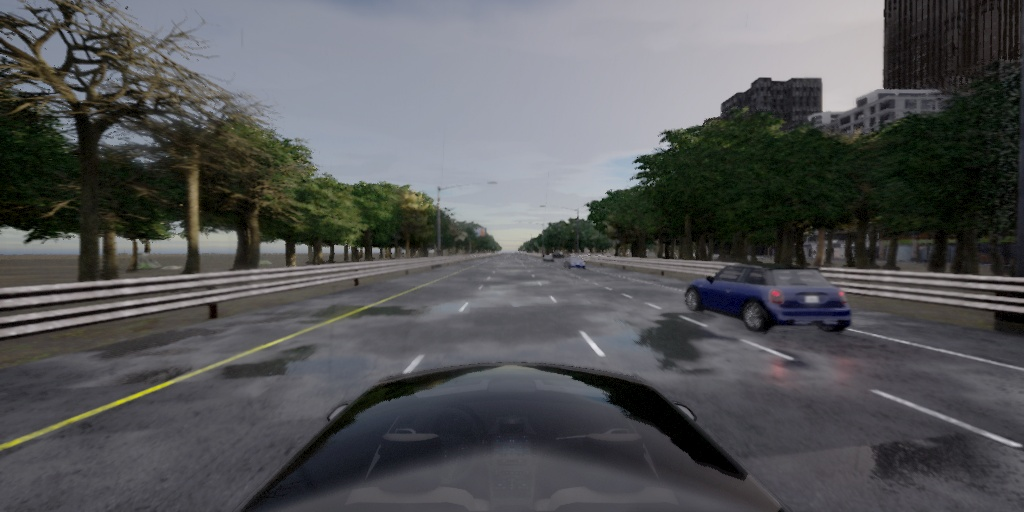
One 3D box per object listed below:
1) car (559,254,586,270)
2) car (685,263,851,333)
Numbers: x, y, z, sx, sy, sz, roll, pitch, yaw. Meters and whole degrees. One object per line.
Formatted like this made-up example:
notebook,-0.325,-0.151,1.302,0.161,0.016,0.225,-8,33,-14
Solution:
car,6.995,0.810,40.531,2.033,1.411,5.357,0,1,0
car,7.000,0.994,10.494,2.097,1.767,4.553,0,1,0
